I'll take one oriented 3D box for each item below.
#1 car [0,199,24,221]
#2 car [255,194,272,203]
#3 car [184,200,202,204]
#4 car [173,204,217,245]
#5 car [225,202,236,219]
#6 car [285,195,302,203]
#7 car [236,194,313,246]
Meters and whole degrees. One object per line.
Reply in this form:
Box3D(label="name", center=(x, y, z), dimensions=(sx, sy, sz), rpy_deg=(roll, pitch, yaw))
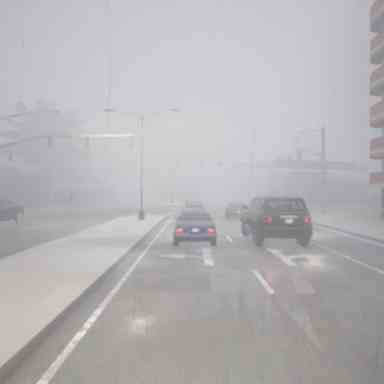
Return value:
Box3D(label="car", center=(-11.473, 1.089, 18.933), dimensions=(1.882, 1.535, 5.008), rpy_deg=(0, 0, 0))
Box3D(label="car", center=(13.297, 1.163, 61.889), dimensions=(2.242, 1.667, 4.611), rpy_deg=(0, 0, 0))
Box3D(label="car", center=(0.081, 1.432, 27.481), dimensions=(2.128, 1.511, 4.902), rpy_deg=(0, 0, -1))
Box3D(label="car", center=(0.123, 1.514, 15.234), dimensions=(2.033, 1.411, 5.357), rpy_deg=(0, 0, 0))
Box3D(label="car", center=(3.870, 1.503, 28.387), dimensions=(1.994, 1.385, 4.181), rpy_deg=(0, 0, 5))
Box3D(label="car", center=(19.043, 1.322, 62.644), dimensions=(1.970, 1.475, 3.806), rpy_deg=(0, 0, 0))
Box3D(label="car", center=(3.627, 1.188, 15.162), dimensions=(2.150, 2.045, 5.566), rpy_deg=(0, 0, 0))
